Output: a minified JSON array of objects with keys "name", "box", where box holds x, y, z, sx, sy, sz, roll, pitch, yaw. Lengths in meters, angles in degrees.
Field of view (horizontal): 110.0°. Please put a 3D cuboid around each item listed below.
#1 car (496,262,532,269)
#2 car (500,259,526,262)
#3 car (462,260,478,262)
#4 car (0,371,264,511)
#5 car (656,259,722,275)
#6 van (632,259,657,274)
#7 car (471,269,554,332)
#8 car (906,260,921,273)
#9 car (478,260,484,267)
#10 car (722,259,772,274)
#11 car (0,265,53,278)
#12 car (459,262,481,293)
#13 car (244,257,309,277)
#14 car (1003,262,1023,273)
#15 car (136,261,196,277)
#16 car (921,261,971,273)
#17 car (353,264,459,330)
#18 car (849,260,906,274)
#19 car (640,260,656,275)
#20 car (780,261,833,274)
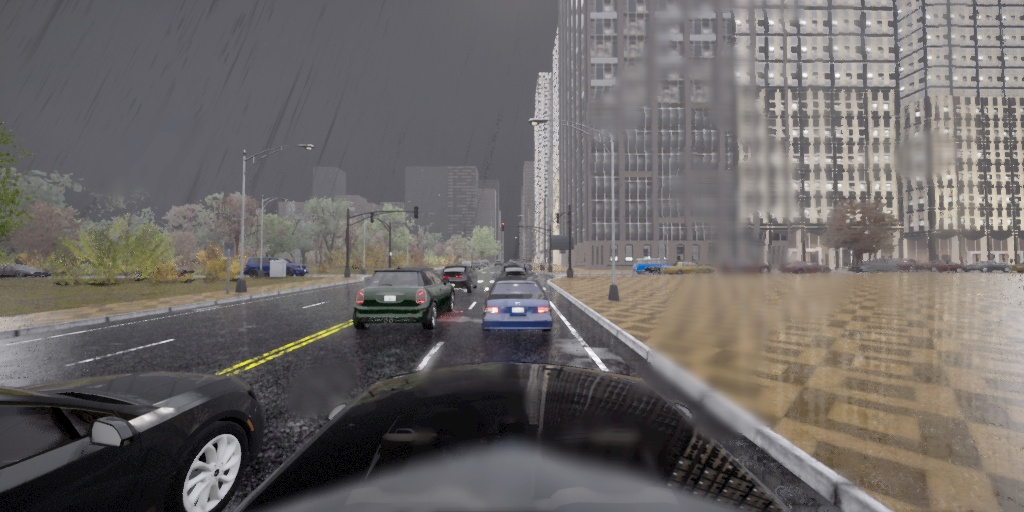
[{"name":"car","box":[0.141,1.284,21.397,1.837,1.490,4.892,0,0,-1]},{"name":"car","box":[0.725,1.360,44.129,2.128,1.511,4.902,-1,0,-24]},{"name":"car","box":[-6.484,1.383,51.999,1.882,1.535,5.008,0,0,0]},{"name":"car","box":[-3.152,1.255,1.245,1.837,1.490,4.892,0,0,0]},{"name":"car","box":[16.388,1.129,33.276,4.829,1.417,1.751,0,0,-1]},{"name":"van","box":[16.025,1.193,41.294,3.998,1.789,1.690,0,0,-1]},{"name":"car","box":[0.121,1.305,10.839,2.033,1.411,5.357,0,0,0]},{"name":"car","box":[43.993,1.158,41.579,4.097,1.591,1.967,0,0,-1]},{"name":"car","box":[-6.438,1.525,62.010,1.994,1.385,4.181,0,0,1]},{"name":"car","box":[21.803,1.015,33.331,4.097,1.591,1.967,0,0,-1]},{"name":"car","box":[-48.825,1.595,35.383,5.357,1.411,2.033,0,-2,2]},{"name":"car","box":[-3.111,1.283,21.002,1.837,1.490,4.892,0,0,0]},{"name":"car","box":[-23.076,1.112,35.179,5.566,2.045,2.150,0,-2,-1]},{"name":"car","box":[49.893,0.971,33.605,4.829,1.417,1.751,0,0,-1]},{"name":"car","box":[-33.763,1.305,35.117,4.553,1.767,2.097,0,-2,0]},{"name":"car","box":[49.586,1.239,41.636,4.507,1.381,1.888,0,0,-1]},{"name":"car","box":[-3.132,1.110,11.320,2.097,1.767,4.553,0,0,0]},{"name":"car","box":[39.260,1.223,38.912,4.181,1.385,1.994,0,-2,0]},{"name":"car","box":[16.847,1.368,38.715,4.718,1.301,1.895,0,-2,-1]},{"name":"car","box":[27.387,1.130,33.388,4.207,1.307,1.802,0,0,-1]}]
